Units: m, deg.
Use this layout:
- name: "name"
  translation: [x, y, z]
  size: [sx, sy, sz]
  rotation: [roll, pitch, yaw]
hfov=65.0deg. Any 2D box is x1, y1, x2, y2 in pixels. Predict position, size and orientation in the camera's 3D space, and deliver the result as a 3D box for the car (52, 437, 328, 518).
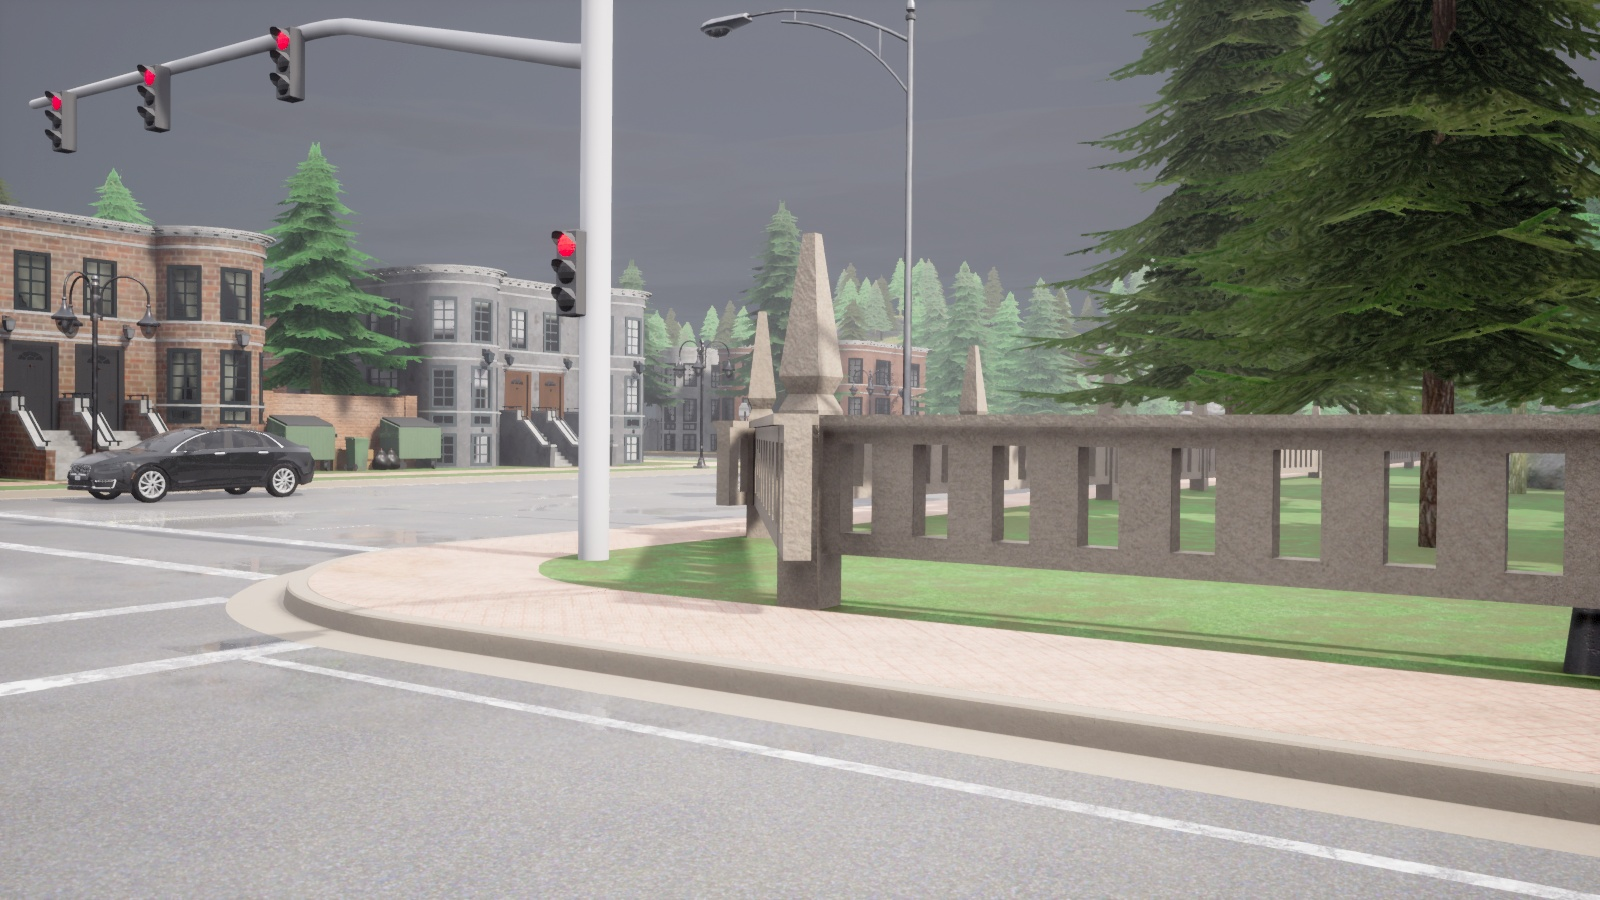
- name: "car"
  translation: [-12.508, 0.493, 26.110]
  size: [1.837, 1.490, 4.892]
  rotation: [0, 1, 34]
